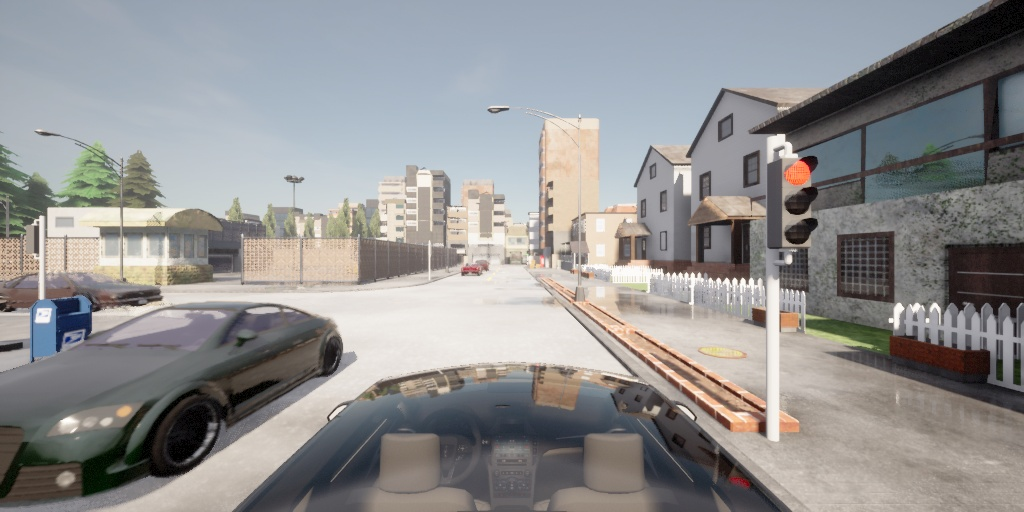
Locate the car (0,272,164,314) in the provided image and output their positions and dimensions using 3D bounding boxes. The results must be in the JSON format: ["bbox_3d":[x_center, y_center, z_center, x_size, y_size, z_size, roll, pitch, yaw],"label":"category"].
[{"bbox_3d":[-16.288,1.297,13.245,5.357,1.411,2.033,0,0,0],"label":"car"}]

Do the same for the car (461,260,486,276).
[{"bbox_3d":[-4.106,1.351,37.220,1.895,1.301,4.718,0,0,0],"label":"car"}]

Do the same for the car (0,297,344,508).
[{"bbox_3d":[-3.956,1.314,4.598,1.994,1.385,4.181,0,0,0],"label":"car"}]

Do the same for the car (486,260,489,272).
[{"bbox_3d":[-4.093,1.228,47.726,1.882,1.535,5.008,0,0,0],"label":"car"}]
